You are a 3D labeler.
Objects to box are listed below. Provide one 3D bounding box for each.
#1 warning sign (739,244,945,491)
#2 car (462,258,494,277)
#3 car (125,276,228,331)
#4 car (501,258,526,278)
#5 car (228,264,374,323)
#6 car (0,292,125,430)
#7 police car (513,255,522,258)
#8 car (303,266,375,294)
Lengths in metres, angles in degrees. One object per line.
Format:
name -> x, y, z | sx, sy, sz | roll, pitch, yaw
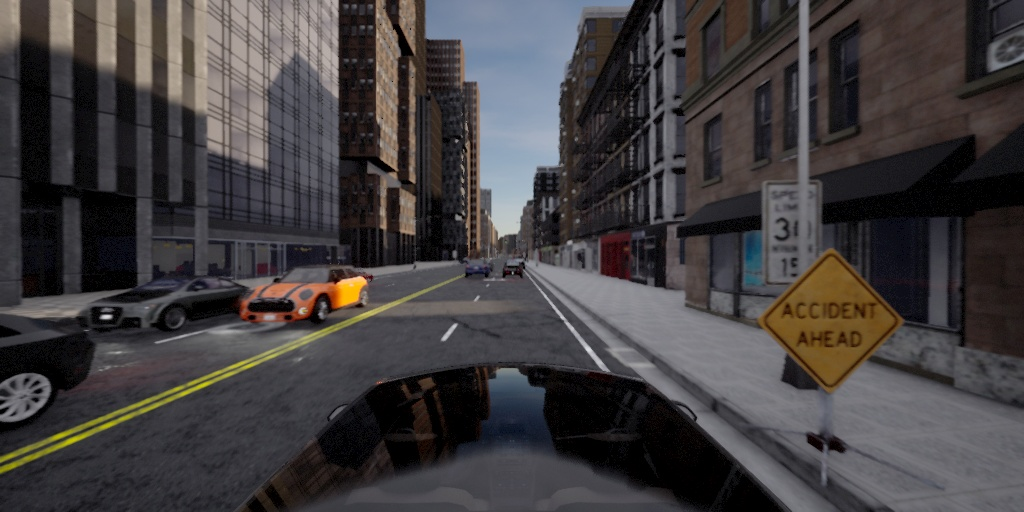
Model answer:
warning sign -> 2.850, 0.861, 3.263 | 1.300, 1.860, 1.060 | 0, 0, 0
car -> -3.184, 1.040, 34.152 | 2.097, 1.767, 4.553 | 0, 0, 0
car -> -9.840, 1.296, 10.703 | 1.994, 1.385, 4.181 | 0, 0, 1
car -> 0.058, 1.196, 32.860 | 1.837, 1.490, 4.892 | 0, 0, 0
car -> -6.597, 1.082, 12.001 | 2.097, 1.767, 4.553 | 0, 0, 0
car -> -6.602, 1.252, 2.786 | 1.837, 1.490, 4.892 | 0, 0, 0
police car -> 0.988, 1.085, 53.373 | 1.930, 1.638, 5.238 | 0, 0, 0
car -> -9.837, 1.314, 20.864 | 1.895, 1.301, 4.718 | 0, 0, 0
